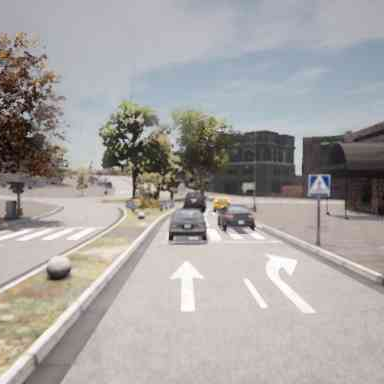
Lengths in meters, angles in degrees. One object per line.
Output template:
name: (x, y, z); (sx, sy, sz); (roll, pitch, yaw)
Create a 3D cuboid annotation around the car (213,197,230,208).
car: (3.284, 1.274, 35.655); (1.882, 1.535, 5.008); (0, 1, 5)

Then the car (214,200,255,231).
car: (2.610, 1.465, 20.110); (1.812, 1.442, 4.674); (0, 0, -1)

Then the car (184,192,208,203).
car: (0.427, 1.012, 35.994); (2.150, 2.045, 5.566); (0, 1, 5)

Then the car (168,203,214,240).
car: (-0.217, 1.504, 16.807); (2.033, 1.411, 5.357); (0, 0, -1)
